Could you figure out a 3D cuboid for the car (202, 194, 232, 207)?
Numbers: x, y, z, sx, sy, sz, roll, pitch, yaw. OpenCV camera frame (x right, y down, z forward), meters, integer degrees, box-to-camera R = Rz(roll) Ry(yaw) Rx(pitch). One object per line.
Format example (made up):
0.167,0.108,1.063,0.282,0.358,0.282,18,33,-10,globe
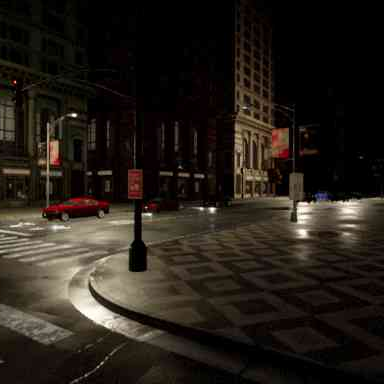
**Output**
3.054,1.007,40.252,1.837,1.490,4.892,0,1,36,car

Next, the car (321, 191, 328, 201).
22.069,0.593,55.471,2.097,1.767,4.553,0,1,36,car

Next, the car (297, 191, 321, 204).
16.225,0.860,47.245,2.128,1.511,4.902,0,1,36,car

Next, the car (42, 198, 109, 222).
-8.351,1.229,24.221,1.882,1.535,5.008,0,1,35,car

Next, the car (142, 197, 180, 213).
-2.983,1.197,31.769,1.994,1.385,4.181,0,1,36,car

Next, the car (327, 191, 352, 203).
22.407,0.834,50.329,1.812,1.442,4.674,0,1,36,car

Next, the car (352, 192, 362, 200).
29.564,0.676,60.404,1.812,1.442,4.674,0,1,35,car
